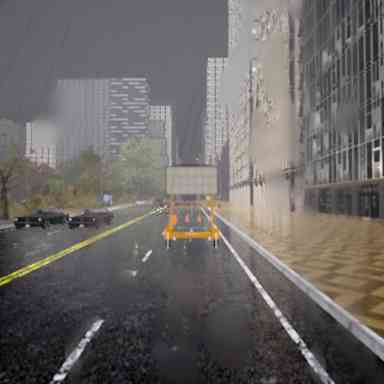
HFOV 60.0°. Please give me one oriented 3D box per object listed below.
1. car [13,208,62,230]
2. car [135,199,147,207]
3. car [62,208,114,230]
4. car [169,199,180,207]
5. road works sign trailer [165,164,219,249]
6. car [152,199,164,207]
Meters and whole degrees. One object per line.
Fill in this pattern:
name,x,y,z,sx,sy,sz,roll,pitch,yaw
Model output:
car,-9.861,1.741,22.141,1.895,1.301,4.718,0,0,0
car,-9.820,2.067,64.301,1.812,1.442,4.674,0,-1,1
car,-6.611,1.741,22.141,1.895,1.301,4.718,0,0,0
car,-3.181,2.022,60.193,1.812,1.442,4.674,0,-1,0
road works sign trailer,-0.003,0.553,15.049,2.380,3.560,2.880,0,0,0
car,-6.574,2.067,64.312,1.812,1.442,4.674,0,-1,1
